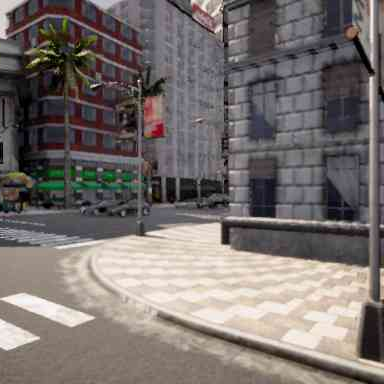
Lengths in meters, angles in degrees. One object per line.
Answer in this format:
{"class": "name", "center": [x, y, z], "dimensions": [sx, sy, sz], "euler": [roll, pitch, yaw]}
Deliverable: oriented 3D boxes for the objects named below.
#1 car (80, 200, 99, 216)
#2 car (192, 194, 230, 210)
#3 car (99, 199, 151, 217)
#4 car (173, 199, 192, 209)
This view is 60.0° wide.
{"class": "car", "center": [-9.002, 1.508, 33.602], "dimensions": [2.128, 1.511, 4.902], "euler": [0, 0, 36]}
{"class": "car", "center": [2.861, 1.235, 43.608], "dimensions": [2.150, 2.045, 5.566], "euler": [0, 0, 39]}
{"class": "car", "center": [-6.054, 1.519, 31.703], "dimensions": [1.837, 1.490, 4.892], "euler": [0, 0, 36]}
{"class": "car", "center": [-0.368, 1.615, 45.108], "dimensions": [1.895, 1.301, 4.718], "euler": [0, 0, 39]}
